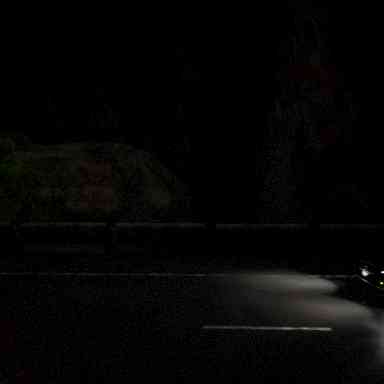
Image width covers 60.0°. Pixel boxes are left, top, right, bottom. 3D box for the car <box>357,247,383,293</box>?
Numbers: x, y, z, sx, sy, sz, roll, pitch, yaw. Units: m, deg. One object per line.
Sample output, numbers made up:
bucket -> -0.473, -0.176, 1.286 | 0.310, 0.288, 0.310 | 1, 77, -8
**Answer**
car -> 6.174, 1.491, 7.109 | 4.892, 1.490, 1.837 | -1, 0, 3
